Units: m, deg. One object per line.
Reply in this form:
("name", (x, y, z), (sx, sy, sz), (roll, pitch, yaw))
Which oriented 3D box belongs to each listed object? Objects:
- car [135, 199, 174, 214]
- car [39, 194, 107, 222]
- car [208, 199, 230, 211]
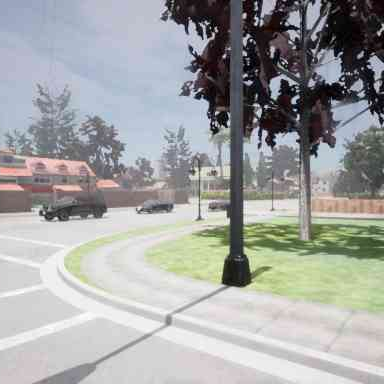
("car", (-3.952, 1.491, 35.450), (2.128, 1.511, 4.902), (0, 0, 34))
("car", (-9.524, 1.222, 27.226), (2.150, 2.045, 5.566), (0, 0, 34))
("car", (4.001, 1.547, 40.638), (2.033, 1.411, 5.357), (0, 0, 34))
